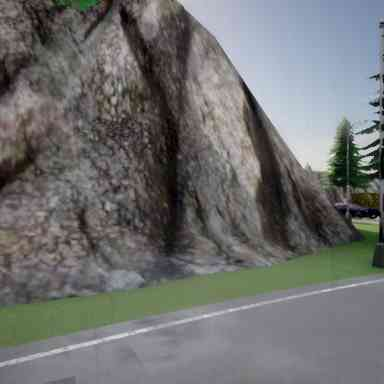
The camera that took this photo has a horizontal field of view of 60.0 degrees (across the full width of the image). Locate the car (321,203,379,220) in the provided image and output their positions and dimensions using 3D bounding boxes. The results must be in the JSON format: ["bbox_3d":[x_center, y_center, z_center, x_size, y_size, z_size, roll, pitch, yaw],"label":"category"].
[{"bbox_3d":[13.399,1.600,28.255,1.895,1.301,4.718,0,0,-26],"label":"car"}]
